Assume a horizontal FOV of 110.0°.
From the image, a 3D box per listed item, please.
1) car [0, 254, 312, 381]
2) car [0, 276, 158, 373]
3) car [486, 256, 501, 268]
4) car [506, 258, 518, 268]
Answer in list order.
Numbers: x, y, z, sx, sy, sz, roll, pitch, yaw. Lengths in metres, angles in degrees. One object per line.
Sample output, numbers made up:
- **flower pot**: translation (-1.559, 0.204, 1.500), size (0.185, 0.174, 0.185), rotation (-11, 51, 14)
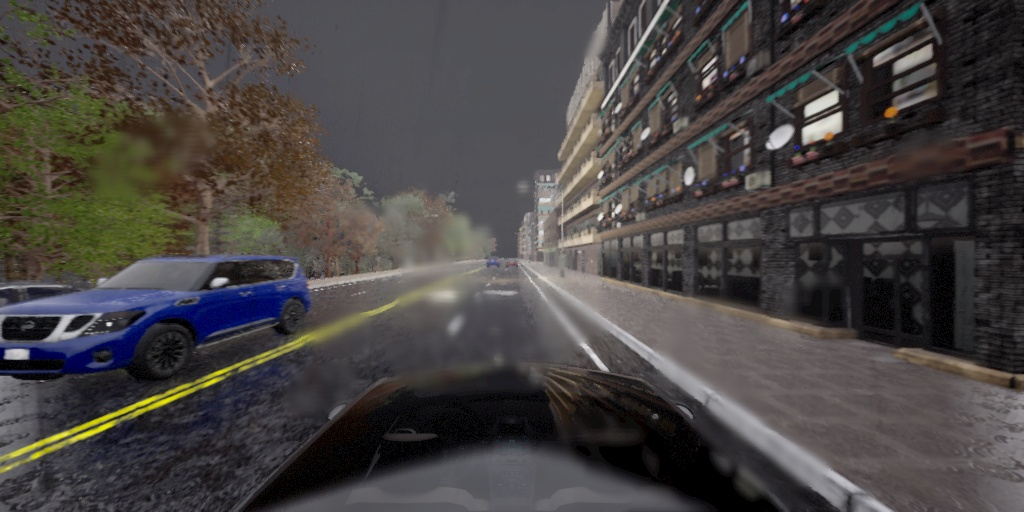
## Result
- **car**: translation (-6.567, 0.973, 7.544), size (2.150, 2.045, 5.566), rotation (0, 0, 0)
- **car**: translation (-9.823, 1.241, 6.423), size (2.128, 1.511, 4.902), rotation (0, 0, 0)
- **car**: translation (-3.274, 0.989, 62.955), size (2.150, 2.045, 5.566), rotation (0, 0, 0)
- **car**: translation (-0.024, 1.120, 63.314), size (2.097, 1.767, 4.553), rotation (0, 0, 0)
